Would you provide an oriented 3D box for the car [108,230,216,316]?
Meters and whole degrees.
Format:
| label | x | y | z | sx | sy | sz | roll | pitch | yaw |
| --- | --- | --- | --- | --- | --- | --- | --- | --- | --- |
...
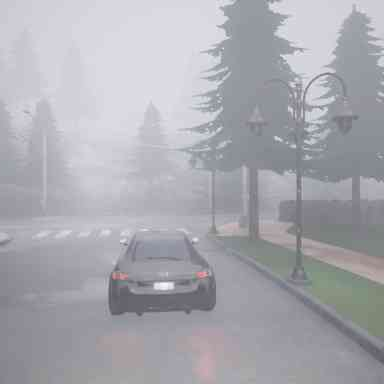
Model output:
| label | x | y | z | sx | sy | sz | roll | pitch | yaw |
| --- | --- | --- | --- | --- | --- | --- | --- | --- | --- |
| car | -0.724 | 1.564 | 7.631 | 1.994 | 1.385 | 4.181 | 0 | 0 | -7 |
